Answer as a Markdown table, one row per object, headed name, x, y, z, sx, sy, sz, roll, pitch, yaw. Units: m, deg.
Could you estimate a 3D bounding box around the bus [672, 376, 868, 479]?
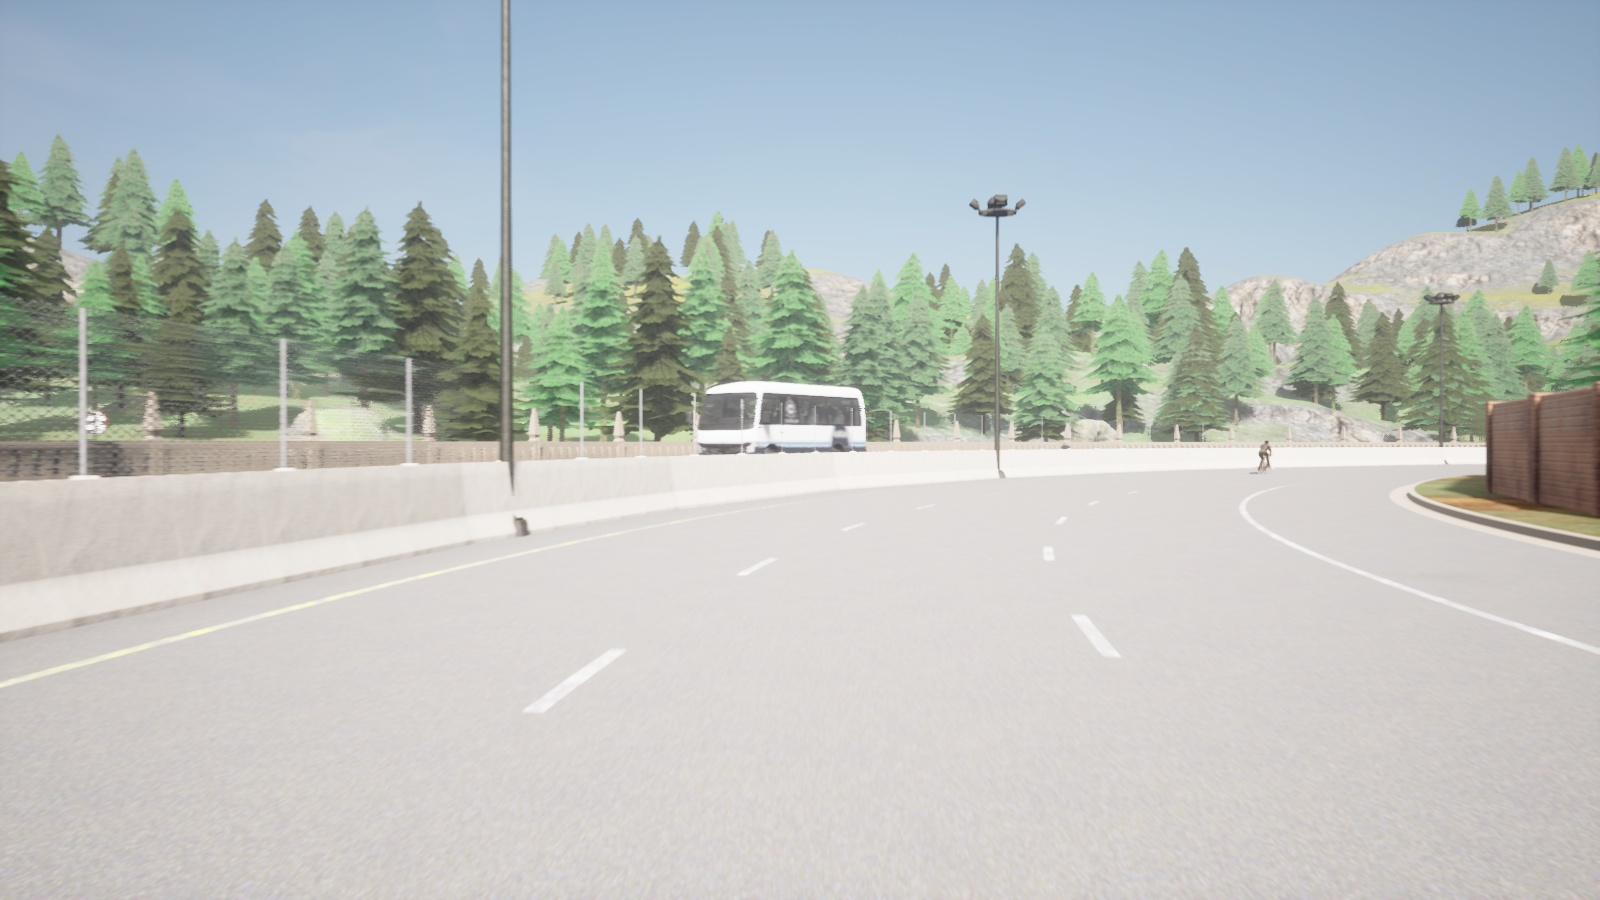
| name | x | y | z | sx | sy | sz | roll | pitch | yaw |
| --- | --- | --- | --- | --- | --- | --- | --- | --- | --- |
| bus | -1.119 | -0.954 | 57.608 | 3.944 | 4.253 | 10.273 | 0 | 0 | 32 |
